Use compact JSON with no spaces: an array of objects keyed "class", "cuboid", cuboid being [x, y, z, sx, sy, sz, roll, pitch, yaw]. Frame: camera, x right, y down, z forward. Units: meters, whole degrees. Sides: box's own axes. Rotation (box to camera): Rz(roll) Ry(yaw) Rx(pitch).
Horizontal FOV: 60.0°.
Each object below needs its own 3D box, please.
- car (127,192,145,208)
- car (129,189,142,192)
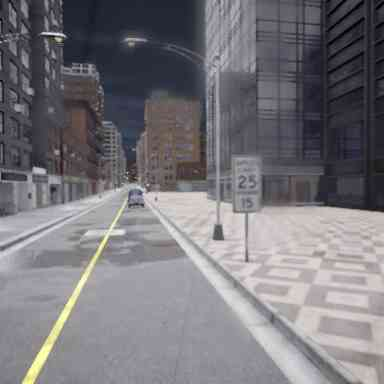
[{"class":"car","cuboid":[-6.491,1.036,38.759,2.033,1.411,5.357,-1,1,-10]},{"class":"car","cuboid":[-8.315,0.537,48.996,2.150,2.045,5.566,-1,1,-10]}]
